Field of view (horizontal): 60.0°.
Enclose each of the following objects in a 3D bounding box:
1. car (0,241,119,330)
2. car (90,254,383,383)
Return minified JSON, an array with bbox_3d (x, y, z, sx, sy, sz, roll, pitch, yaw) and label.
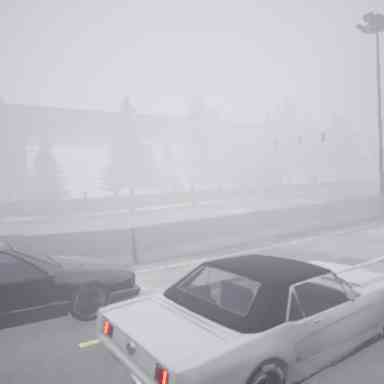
[{"bbox_3d":[-3.608,1.548,5.476,5.357,1.411,2.033,0,0,-35],"label":"car"},{"bbox_3d":[1.263,1.572,4.656,4.718,1.301,1.895,-1,1,-36],"label":"car"}]
